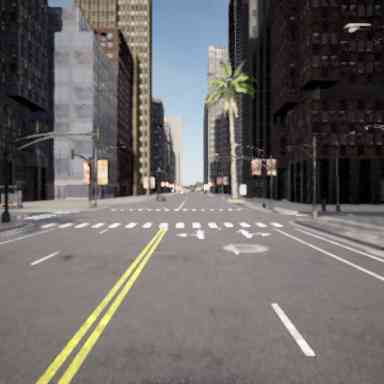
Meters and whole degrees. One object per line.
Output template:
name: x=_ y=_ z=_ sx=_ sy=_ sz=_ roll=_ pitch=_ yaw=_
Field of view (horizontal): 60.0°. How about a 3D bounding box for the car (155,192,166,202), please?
car: x=-6.520 y=1.222 z=69.836 sx=1.882 sy=1.535 sz=5.008 roll=0 pitch=0 yaw=0
